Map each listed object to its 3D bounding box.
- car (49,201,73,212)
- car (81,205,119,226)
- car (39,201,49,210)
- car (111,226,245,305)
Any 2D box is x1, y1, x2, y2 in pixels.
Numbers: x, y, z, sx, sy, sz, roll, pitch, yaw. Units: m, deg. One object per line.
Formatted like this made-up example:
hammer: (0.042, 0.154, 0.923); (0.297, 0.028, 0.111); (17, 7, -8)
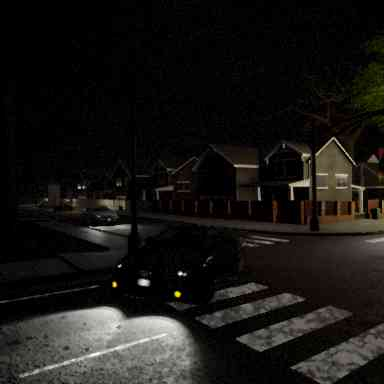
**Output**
car: (-18.253, 1.985, 47.015); (2.128, 1.511, 4.902); (-1, 0, -34)
car: (-7.439, 1.805, 26.514); (1.812, 1.442, 4.674); (-1, 0, -34)
car: (-24.230, 2.187, 55.544); (1.994, 1.385, 4.181); (-1, 0, -35)
car: (-0.089, 1.561, 8.226); (1.994, 1.385, 4.181); (1, 0, 25)
